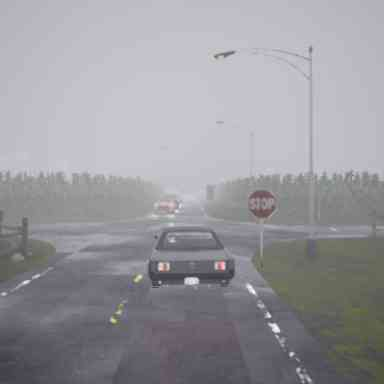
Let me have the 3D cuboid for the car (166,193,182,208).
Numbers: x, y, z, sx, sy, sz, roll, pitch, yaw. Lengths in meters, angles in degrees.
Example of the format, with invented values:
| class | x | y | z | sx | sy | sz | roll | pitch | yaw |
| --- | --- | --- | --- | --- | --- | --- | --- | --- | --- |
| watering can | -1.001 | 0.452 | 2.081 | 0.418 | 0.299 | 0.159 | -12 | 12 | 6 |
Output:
| class | x | y | z | sx | sy | sz | roll | pitch | yaw |
| --- | --- | --- | --- | --- | --- | --- | --- | --- | --- |
| car | -2.914 | 1.227 | 45.501 | 2.150 | 2.045 | 5.566 | 0 | 0 | 0 |

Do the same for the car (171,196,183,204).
| class | x | y | z | sx | sy | sz | roll | pitch | yaw |
| --- | --- | --- | --- | --- | --- | --- | --- | --- | --- |
| car | -2.865 | 1.486 | 66.012 | 2.128 | 1.511 | 4.902 | 0 | 0 | 0 |

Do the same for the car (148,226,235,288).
| class | x | y | z | sx | sy | sz | roll | pitch | yaw |
| --- | --- | --- | --- | --- | --- | --- | --- | --- | --- |
| car | -0.126 | 1.605 | 9.288 | 1.895 | 1.301 | 4.718 | 0 | 0 | -3 |

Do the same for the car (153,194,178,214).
| class | x | y | z | sx | sy | sz | roll | pitch | yaw |
| --- | --- | --- | --- | --- | --- | --- | --- | --- | --- |
| car | -2.904 | 1.359 | 35.806 | 2.097 | 1.767 | 4.553 | 0 | 0 | 0 |
